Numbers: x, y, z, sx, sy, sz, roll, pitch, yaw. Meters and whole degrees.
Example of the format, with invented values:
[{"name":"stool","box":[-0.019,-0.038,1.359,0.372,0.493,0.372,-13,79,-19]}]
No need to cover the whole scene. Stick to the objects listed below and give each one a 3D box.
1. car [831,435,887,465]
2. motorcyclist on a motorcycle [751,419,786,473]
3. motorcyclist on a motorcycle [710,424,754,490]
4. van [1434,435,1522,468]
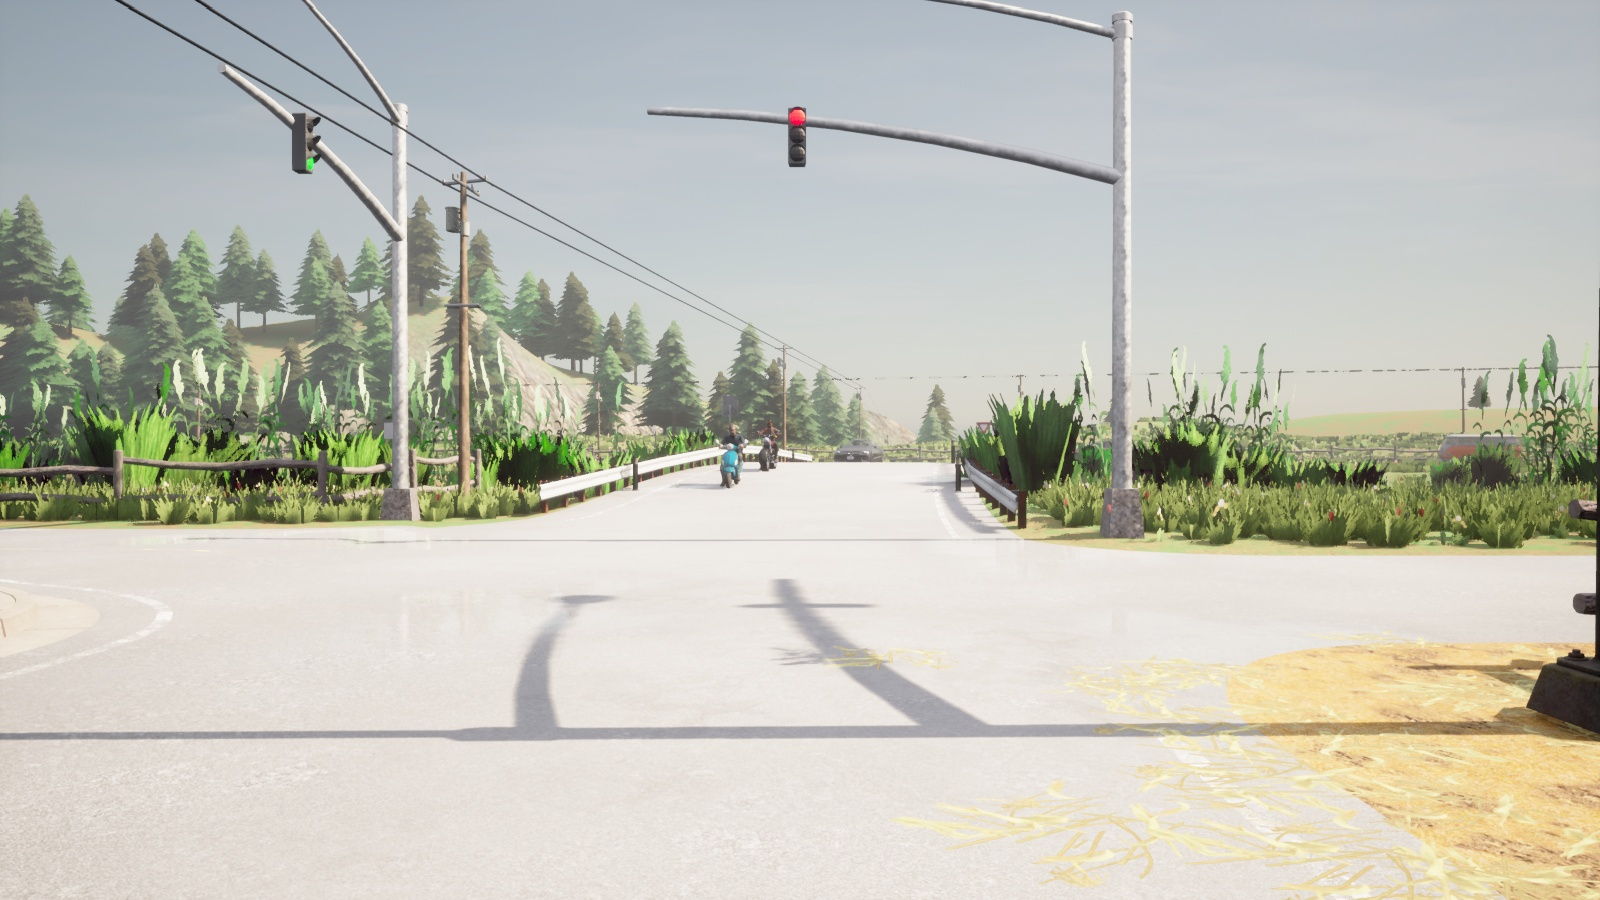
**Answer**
[{"name":"car","box":[3.446,0.037,72.276,2.152,1.651,5.027,0,-1,15]},{"name":"motorcyclist on a motorcycle","box":[-0.981,-0.151,39.691,0.766,1.649,2.350,0,2,7]},{"name":"motorcyclist on a motorcycle","box":[-1.742,0.157,32.663,0.866,1.590,1.817,0,3,6]},{"name":"van","box":[41.578,0.098,77.073,4.442,1.987,1.775,0,0,6]}]
